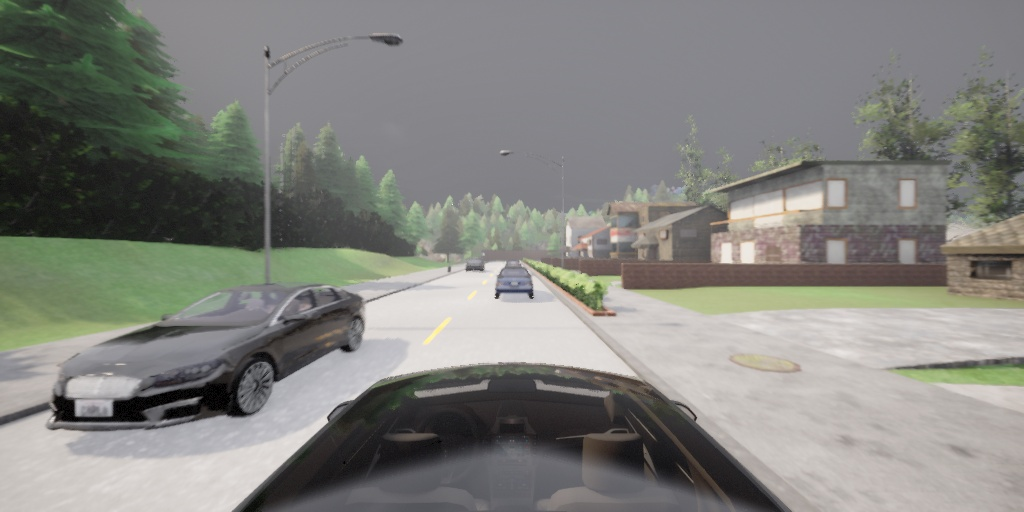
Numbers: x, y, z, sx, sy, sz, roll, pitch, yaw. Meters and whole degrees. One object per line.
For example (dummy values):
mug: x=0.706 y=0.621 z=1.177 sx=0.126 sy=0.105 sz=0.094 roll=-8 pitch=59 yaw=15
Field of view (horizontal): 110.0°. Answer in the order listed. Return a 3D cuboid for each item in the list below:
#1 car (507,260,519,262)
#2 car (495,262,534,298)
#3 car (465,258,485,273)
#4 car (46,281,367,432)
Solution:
car: x=0.114 y=1.114 z=37.990 sx=2.033 sy=1.411 sz=5.357 roll=0 pitch=0 yaw=0
car: x=0.101 y=1.215 z=17.919 sx=2.033 sy=1.411 sz=5.357 roll=0 pitch=0 yaw=0
car: x=-4.063 y=1.032 z=40.260 sx=1.882 sy=1.535 sz=5.008 roll=0 pitch=0 yaw=0
car: x=-4.099 y=1.220 z=5.967 sx=2.128 sy=1.511 sz=4.902 roll=0 pitch=0 yaw=0
